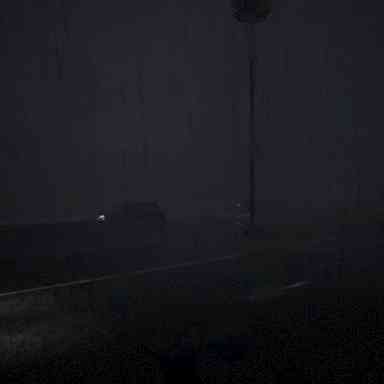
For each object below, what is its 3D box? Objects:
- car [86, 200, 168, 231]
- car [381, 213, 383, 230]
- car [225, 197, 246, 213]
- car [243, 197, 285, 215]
[{"bbox_3d":[-3.704,1.356,18.928,4.553,1.767,2.097,0,0,-39],"label":"car"},{"bbox_3d":[12.250,1.409,18.455,5.008,1.535,1.882,0,0,-42],"label":"car"},{"bbox_3d":[5.663,1.329,36.309,4.553,1.767,2.097,0,0,-45],"label":"car"},{"bbox_3d":[7.465,1.507,33.202,4.181,1.385,1.994,0,0,-44],"label":"car"}]
